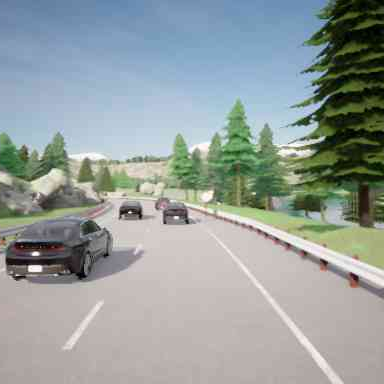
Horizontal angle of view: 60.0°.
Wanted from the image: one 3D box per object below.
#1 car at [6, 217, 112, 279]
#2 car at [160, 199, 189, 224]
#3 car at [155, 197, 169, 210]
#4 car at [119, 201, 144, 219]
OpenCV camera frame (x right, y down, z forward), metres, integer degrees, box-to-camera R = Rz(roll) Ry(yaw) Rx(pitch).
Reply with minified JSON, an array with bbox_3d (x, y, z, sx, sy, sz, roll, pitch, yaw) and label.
[{"bbox_3d":[-3.702,1.513,10.048,1.837,1.490,4.892,0,0,-2],"label":"car"},{"bbox_3d":[-1.319,1.511,25.228,1.837,1.490,4.892,0,0,-6],"label":"car"},{"bbox_3d":[-3.770,1.443,42.776,2.033,1.649,4.856,0,0,-10],"label":"car"},{"bbox_3d":[-5.288,1.491,29.177,1.882,1.535,5.008,0,0,-7],"label":"car"}]
